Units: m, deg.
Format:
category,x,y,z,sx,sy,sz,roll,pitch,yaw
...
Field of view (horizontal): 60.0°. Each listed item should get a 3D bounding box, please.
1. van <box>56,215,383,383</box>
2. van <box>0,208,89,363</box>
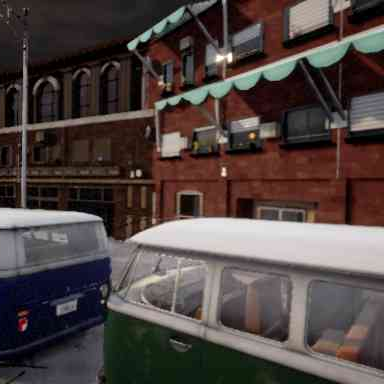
category,x,y,z,sx,sy,sz,roll,pitch,yaw
van,1.130,1.252,2.483,4.442,1.987,1.878,0,0,36
van,-3.431,1.263,5.624,4.442,1.987,1.878,0,0,35
